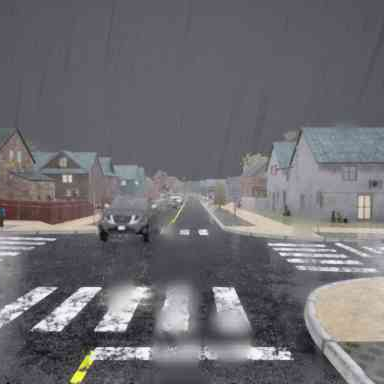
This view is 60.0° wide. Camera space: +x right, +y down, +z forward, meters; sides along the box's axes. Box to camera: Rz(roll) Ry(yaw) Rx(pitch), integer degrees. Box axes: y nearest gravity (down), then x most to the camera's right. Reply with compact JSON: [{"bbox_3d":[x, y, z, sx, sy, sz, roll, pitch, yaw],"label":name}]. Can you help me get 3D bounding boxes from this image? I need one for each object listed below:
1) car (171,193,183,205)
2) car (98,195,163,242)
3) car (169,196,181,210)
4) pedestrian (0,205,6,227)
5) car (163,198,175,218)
[{"bbox_3d":[-2.823,1.186,58.440,2.150,2.045,5.566,0,0,0],"label":"car"},{"bbox_3d":[-2.858,1.155,16.222,2.150,2.045,5.566,1,-1,0],"label":"car"},{"bbox_3d":[-2.877,1.541,42.905,1.994,1.385,4.181,0,0,0],"label":"car"},{"bbox_3d":[-9.697,1.241,17.027,0.500,1.100,0.500,0,0,1],"label":"pedestrian"},{"bbox_3d":[-2.878,1.551,30.114,1.994,1.385,4.181,0,0,0],"label":"car"}]
